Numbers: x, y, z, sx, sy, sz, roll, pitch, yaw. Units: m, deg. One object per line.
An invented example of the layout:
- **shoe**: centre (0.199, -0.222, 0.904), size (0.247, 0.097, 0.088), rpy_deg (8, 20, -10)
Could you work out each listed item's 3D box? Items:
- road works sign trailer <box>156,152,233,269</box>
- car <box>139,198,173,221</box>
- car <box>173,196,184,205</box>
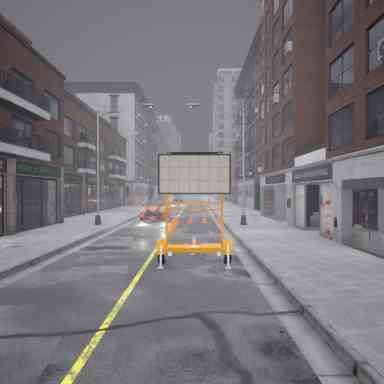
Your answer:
- **road works sign trailer**: centre (0.085, 0.463, 11.170), size (2.380, 3.560, 2.880), rpy_deg (0, 0, 0)
- **car**: centre (-2.896, 1.345, 26.712), size (2.097, 1.767, 4.553), rpy_deg (0, 0, 0)
- **car**: centre (-2.538, 1.467, 60.216), size (1.837, 1.490, 4.892), rpy_deg (0, 0, 0)
